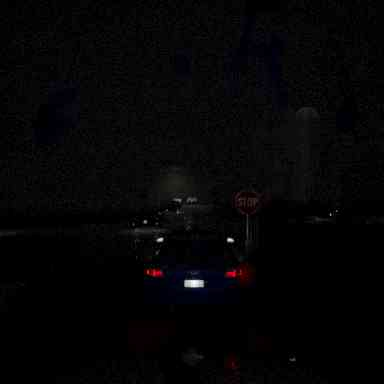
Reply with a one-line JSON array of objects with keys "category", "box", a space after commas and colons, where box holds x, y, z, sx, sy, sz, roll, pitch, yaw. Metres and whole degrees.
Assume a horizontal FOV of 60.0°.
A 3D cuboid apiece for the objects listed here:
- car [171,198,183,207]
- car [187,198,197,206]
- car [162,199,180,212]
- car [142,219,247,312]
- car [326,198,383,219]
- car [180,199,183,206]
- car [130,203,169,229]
[{"category": "car", "box": [-2.812, 2.015, 64.439, 2.128, 1.511, 4.902, 0, -1, 1]}, {"category": "car", "box": [-0.028, 1.946, 68.668, 2.097, 1.767, 4.553, 0, -1, 0]}, {"category": "car", "box": [-2.863, 1.728, 40.842, 2.033, 1.411, 5.357, 0, -1, 0]}, {"category": "car", "box": [0.072, 1.575, 7.827, 1.994, 1.385, 4.181, 0, 0, 1]}, {"category": "car", "box": [12.545, 1.145, 23.834, 5.357, 1.411, 2.033, -2, -1, -2]}, {"category": "car", "box": [-2.847, 1.925, 52.067, 1.895, 1.301, 4.718, 0, -1, 0]}, {"category": "car", "box": [-2.883, 1.678, 22.499, 1.994, 1.385, 4.181, -1, -1, 0]}]
